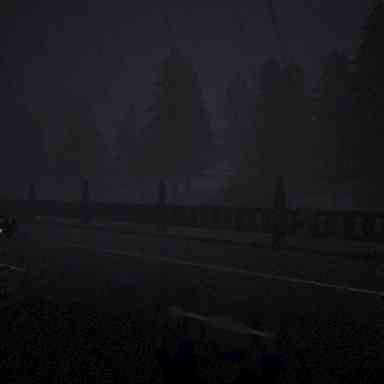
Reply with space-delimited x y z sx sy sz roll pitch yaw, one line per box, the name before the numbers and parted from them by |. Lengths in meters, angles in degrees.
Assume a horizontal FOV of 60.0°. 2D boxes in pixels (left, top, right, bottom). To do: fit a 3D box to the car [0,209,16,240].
car | -10.080 1.418 15.458 4.902 1.511 2.128 0 0 35
